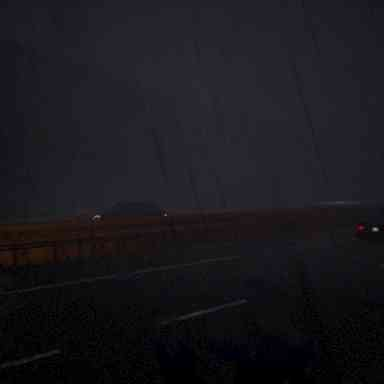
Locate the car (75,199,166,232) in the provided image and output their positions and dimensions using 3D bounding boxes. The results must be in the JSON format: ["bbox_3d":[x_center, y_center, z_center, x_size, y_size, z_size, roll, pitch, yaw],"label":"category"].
[{"bbox_3d":[-3.688,1.314,18.374,4.553,1.767,2.097,0,0,-34],"label":"car"}]

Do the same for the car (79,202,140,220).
[{"bbox_3d":[-7.092,1.546,28.750,4.718,1.301,1.895,0,0,-33],"label":"car"}]

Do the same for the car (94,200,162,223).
[{"bbox_3d":[-4.944,1.449,25.952,4.892,1.490,1.837,0,0,-33],"label":"car"}]

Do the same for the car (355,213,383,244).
[{"bbox_3d":[9.140,1.470,13.975,5.357,1.411,2.033,0,0,-31],"label":"car"}]
